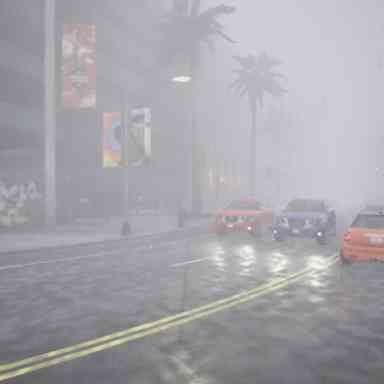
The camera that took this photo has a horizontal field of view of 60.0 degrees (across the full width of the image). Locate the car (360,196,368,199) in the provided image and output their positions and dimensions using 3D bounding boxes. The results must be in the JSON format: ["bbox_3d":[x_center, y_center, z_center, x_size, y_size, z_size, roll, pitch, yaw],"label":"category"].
[{"bbox_3d":[42.644,1.654,81.030,1.837,1.490,4.892,-1,0,24],"label":"car"}]

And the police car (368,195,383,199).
[{"bbox_3d":[36.758,1.553,65.639,1.930,1.638,5.238,-9,-1,23],"label":"police car"}]

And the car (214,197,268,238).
[{"bbox_3d":[3.239,1.337,18.946,2.150,2.045,5.566,0,0,29],"label":"car"}]

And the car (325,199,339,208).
[{"bbox_3d":[22.795,1.801,54.018,1.994,1.385,4.181,-1,0,24],"label":"car"}]

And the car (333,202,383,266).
[{"bbox_3d":[6.547,1.391,11.087,2.097,1.767,4.553,-1,-1,38],"label":"car"}]

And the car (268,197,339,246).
[{"bbox_3d":[5.741,1.303,16.342,2.150,2.045,5.566,0,0,30],"label":"car"}]

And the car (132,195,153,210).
[{"bbox_3d":[-7.507,1.407,46.496,2.435,2.045,5.566,-1,0,24],"label":"car"}]

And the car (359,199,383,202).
[{"bbox_3d":[15.460,1.607,28.167,1.837,1.490,4.892,0,0,24],"label":"car"}]

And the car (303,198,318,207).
[{"bbox_3d":[20.416,1.823,57.266,2.033,1.411,5.357,-1,0,24],"label":"car"}]

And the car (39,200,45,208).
[{"bbox_3d":[-24.780,1.998,53.157,1.895,1.301,4.718,-1,0,24],"label":"car"}]
